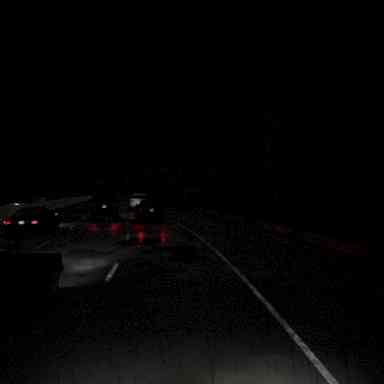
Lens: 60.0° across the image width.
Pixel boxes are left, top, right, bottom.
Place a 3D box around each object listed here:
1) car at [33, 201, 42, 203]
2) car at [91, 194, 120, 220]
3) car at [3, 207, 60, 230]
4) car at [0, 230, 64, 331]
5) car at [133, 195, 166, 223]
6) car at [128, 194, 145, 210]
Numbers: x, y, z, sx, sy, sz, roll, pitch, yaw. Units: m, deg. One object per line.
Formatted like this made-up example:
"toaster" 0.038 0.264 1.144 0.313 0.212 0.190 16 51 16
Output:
"car" -29.533 1.267 63.423 2.150 2.045 5.566 0 0 -12
"car" -7.373 1.225 28.474 2.150 2.045 5.566 0 0 -12
"car" -8.958 1.560 18.981 2.033 1.411 5.357 0 0 -11
"car" -3.714 1.607 5.438 1.895 1.301 4.718 0 0 -4
"car" -3.308 1.349 25.977 2.097 1.767 4.553 0 0 -12
"car" -6.844 1.217 42.321 2.150 2.045 5.566 0 0 -12
